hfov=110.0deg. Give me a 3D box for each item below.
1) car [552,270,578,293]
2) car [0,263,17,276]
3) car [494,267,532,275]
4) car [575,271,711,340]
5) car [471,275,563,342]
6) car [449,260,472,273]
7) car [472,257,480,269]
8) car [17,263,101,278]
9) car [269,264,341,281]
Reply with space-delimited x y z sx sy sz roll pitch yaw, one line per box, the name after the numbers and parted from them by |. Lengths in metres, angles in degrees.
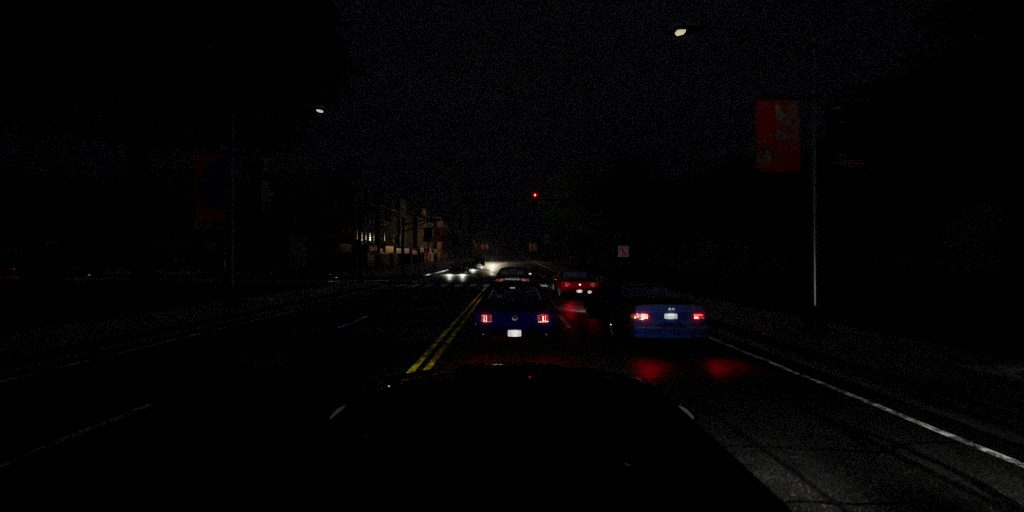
3.295 1.439 19.644 1.895 1.301 4.718 0 0 0 | car
-49.244 1.241 33.197 4.718 1.301 1.895 0 0 1 | car
0.044 1.314 19.216 1.882 1.535 5.008 0 0 0 | car
3.328 1.321 10.000 2.033 1.411 5.357 0 0 0 | car
0.078 1.374 9.875 1.895 1.301 4.718 0 0 0 | car
-6.621 1.340 45.130 1.882 1.535 5.008 0 0 1 | car
-6.604 1.350 56.202 1.994 1.385 4.181 0 1 1 | car
-37.922 1.281 30.298 4.718 1.301 1.895 0 0 0 | car
-17.430 1.402 30.241 5.357 1.411 2.033 1 0 1 | car
